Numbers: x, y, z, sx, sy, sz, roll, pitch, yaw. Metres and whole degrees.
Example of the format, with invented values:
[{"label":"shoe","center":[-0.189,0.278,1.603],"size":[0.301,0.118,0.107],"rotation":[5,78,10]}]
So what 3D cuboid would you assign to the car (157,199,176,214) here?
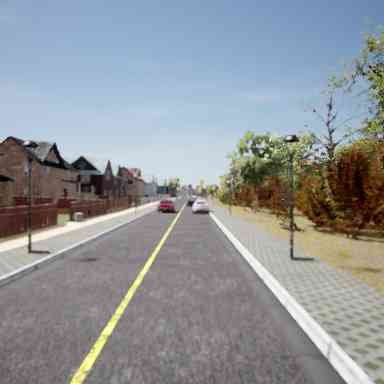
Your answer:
[{"label":"car","center":[-2.830,1.575,37.371],"size":[1.882,1.535,5.008],"rotation":[0,0,0]}]

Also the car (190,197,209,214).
[{"label":"car","center":[0.972,1.622,37.286],"size":[1.812,1.442,4.674],"rotation":[0,0,0]}]

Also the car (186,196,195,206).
[{"label":"car","center":[0.016,1.687,56.703],"size":[2.033,1.411,5.357],"rotation":[0,0,0]}]

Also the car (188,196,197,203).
[{"label":"car","center":[0.022,1.580,71.802],"size":[1.895,1.301,4.718],"rotation":[0,0,0]}]
